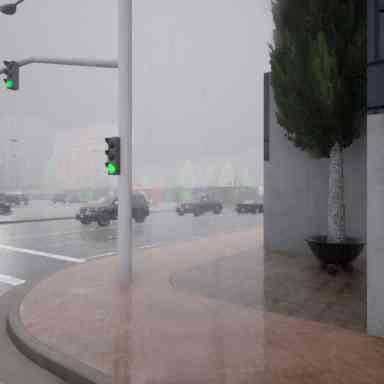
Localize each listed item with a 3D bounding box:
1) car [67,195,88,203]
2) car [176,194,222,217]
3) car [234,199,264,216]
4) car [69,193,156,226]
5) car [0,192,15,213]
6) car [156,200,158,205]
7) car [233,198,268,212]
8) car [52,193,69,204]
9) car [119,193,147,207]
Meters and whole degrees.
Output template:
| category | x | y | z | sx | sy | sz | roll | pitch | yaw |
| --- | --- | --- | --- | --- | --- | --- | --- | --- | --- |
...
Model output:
| category | x | y | z | sx | sy | sz | roll | pitch | yaw |
| --- | --- | --- | --- | --- | --- | --- | --- | --- | --- |
| car | -21.392 | 1.364 | 62.131 | 3.905 | 1.438 | 1.784 | 0 | 0 | 35 |
| car | 0.798 | 1.221 | 32.111 | 2.150 | 2.045 | 5.566 | 0 | 0 | 37 |
| car | 6.253 | 1.477 | 33.225 | 1.882 | 1.535 | 5.008 | 0 | 0 | 37 |
| car | -5.471 | 1.221 | 23.707 | 2.150 | 2.045 | 5.566 | 0 | 0 | 36 |
| car | -20.146 | 1.156 | 33.658 | 3.866 | 1.878 | 1.905 | 0 | 0 | 35 |
| car | -7.135 | 1.395 | 52.039 | 3.806 | 1.475 | 1.970 | 0 | 0 | 35 |
| car | 7.197 | 1.547 | 40.625 | 2.033 | 1.411 | 5.357 | 0 | 0 | 37 |
| car | -23.120 | 1.153 | 59.806 | 4.605 | 1.855 | 1.932 | 0 | 0 | 35 |
| car | -8.820 | 1.156 | 49.684 | 3.866 | 1.878 | 1.905 | 0 | 0 | 35 |
